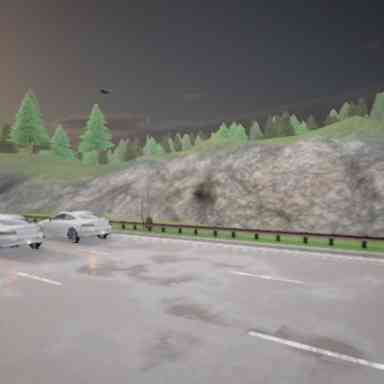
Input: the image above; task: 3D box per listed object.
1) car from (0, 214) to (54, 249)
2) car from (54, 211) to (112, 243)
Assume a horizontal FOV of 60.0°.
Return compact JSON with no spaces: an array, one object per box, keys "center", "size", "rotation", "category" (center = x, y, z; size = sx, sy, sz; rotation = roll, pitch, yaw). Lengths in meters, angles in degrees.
[{"center":[-8.042,1.663,13.910],"size":[4.674,1.442,1.812],"rotation":[0,0,36],"category":"car"},{"center":[-6.015,1.663,16.763],"size":[4.674,1.442,1.812],"rotation":[0,0,36],"category":"car"}]
